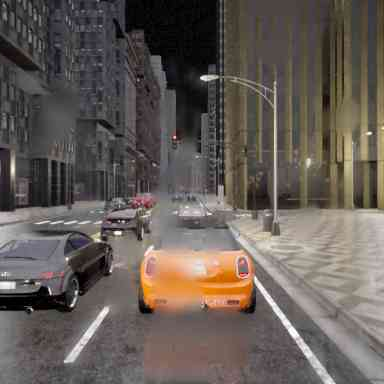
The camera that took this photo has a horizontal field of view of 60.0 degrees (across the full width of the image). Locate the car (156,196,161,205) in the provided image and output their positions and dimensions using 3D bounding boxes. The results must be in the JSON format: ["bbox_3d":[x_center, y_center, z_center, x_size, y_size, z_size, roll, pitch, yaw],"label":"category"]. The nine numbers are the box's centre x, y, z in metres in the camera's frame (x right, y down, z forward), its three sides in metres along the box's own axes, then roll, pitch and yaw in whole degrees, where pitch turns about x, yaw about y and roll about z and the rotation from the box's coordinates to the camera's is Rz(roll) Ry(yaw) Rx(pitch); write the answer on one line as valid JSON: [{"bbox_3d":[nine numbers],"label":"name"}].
[{"bbox_3d":[-6.652,1.416,54.951,1.812,1.442,4.674,0,0,0],"label":"car"}]

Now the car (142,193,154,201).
[{"bbox_3d":[-9.842,1.164,75.410,2.097,1.767,4.553,0,0,0],"label":"car"}]

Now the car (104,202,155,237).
[{"bbox_3d":[-3.167,1.492,16.581,1.837,1.490,4.892,0,0,0],"label":"car"}]

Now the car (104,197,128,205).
[{"bbox_3d":[-9.899,1.437,42.685,1.837,1.490,4.892,0,0,0],"label":"car"}]

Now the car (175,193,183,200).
[{"bbox_3d":[-3.352,1.118,84.332,1.837,1.490,4.892,0,0,0],"label":"car"}]

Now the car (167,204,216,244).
[{"bbox_3d":[0.012,1.479,16.788,2.128,1.511,4.902,0,0,1],"label":"car"}]

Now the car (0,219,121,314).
[{"bbox_3d":[-3.165,1.561,7.684,1.994,1.385,4.181,0,0,0],"label":"car"}]

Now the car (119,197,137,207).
[{"bbox_3d":[-9.908,1.466,51.598,1.994,1.385,4.181,0,0,0],"label":"car"}]

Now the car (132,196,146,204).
[{"bbox_3d":[-9.883,1.464,62.625,1.895,1.301,4.718,0,0,0],"label":"car"}]

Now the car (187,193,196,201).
[{"bbox_3d":[-0.089,1.337,74.331,1.812,1.442,4.674,0,0,0],"label":"car"}]

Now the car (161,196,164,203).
[{"bbox_3d":[-6.611,1.399,65.562,2.033,1.411,5.357,0,0,1],"label":"car"}]

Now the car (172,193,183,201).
[{"bbox_3d":[-3.339,1.168,74.296,2.097,1.767,4.553,0,0,0],"label":"car"}]

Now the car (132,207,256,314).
[{"bbox_3d":[0.095,1.349,7.781,2.097,1.767,4.553,0,0,0],"label":"car"}]

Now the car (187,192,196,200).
[{"bbox_3d":[-0.101,0.973,84.305,2.097,1.767,4.553,0,0,0],"label":"car"}]

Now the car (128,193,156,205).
[{"bbox_3d":[-6.625,1.147,44.800,2.150,2.045,5.566,0,0,2],"label":"car"}]
